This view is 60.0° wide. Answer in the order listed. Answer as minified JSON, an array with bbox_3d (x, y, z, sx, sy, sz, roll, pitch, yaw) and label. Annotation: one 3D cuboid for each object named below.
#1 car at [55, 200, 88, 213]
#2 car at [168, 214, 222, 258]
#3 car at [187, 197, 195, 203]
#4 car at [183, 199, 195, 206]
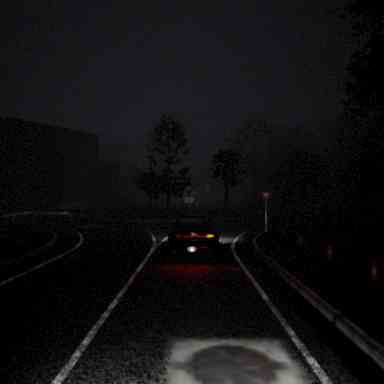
[{"bbox_3d":[-14.677,1.697,40.889,1.812,1.442,4.674,0,0,20],"label":"car"},{"bbox_3d":[0.183,1.660,13.483,1.837,1.490,4.892,0,0,4],"label":"car"},{"bbox_3d":[-0.207,2.127,85.613,1.837,1.490,4.892,0,-1,1],"label":"car"},{"bbox_3d":[-0.692,1.964,66.123,1.882,1.535,5.008,0,-1,1],"label":"car"}]
